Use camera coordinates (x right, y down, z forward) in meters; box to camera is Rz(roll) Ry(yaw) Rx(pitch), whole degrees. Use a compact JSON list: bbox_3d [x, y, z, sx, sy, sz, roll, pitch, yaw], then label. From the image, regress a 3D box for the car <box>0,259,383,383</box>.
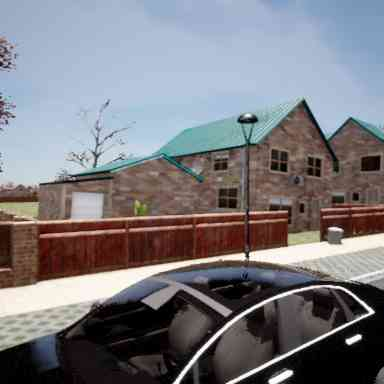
[{"bbox_3d":[0.162,1.514,3.064,4.892,1.490,1.837,0,0,-36],"label":"car"}]
